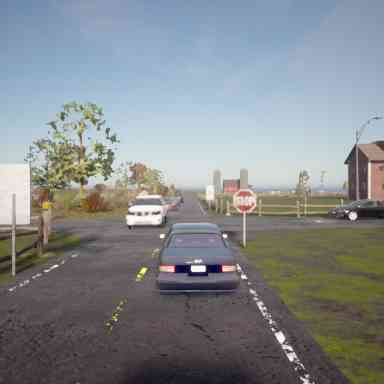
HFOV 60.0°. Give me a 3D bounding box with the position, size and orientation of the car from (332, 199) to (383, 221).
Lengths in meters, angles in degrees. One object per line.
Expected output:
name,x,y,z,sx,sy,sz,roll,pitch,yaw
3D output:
car,12.941,1.285,24.592,4.892,1.490,1.837,-1,0,0

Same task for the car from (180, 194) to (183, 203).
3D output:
car,-2.874,1.521,52.680,1.812,1.442,4.674,0,0,0

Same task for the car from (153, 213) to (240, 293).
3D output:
car,0.067,1.546,9.001,2.033,1.411,5.357,0,0,-1

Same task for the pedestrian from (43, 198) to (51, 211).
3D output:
pedestrian,-12.183,1.412,27.790,0.375,1.860,0.375,0,1,0

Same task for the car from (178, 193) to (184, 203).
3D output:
car,-2.815,1.218,68.665,2.150,2.045,5.566,0,0,0

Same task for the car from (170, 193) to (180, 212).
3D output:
car,-2.880,1.349,39.023,2.097,1.767,4.553,0,0,0

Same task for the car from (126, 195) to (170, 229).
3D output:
car,-2.894,1.247,22.286,2.150,2.045,5.566,-1,0,0
